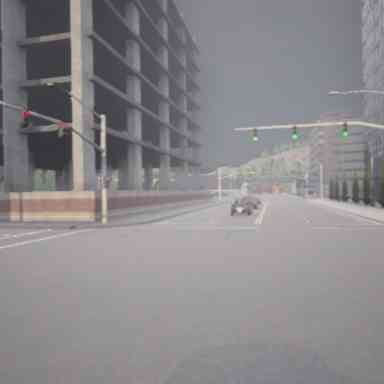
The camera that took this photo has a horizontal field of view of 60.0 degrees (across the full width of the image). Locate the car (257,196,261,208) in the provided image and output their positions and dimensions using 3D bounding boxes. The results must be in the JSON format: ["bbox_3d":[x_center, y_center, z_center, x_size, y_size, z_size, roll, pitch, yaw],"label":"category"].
[{"bbox_3d":[7.181,1.281,42.054,2.097,1.767,4.553,-1,0,14],"label":"car"}]

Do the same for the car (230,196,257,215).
[{"bbox_3d":[4.890,1.449,32.490,2.128,1.511,4.902,-1,0,14],"label":"car"}]
